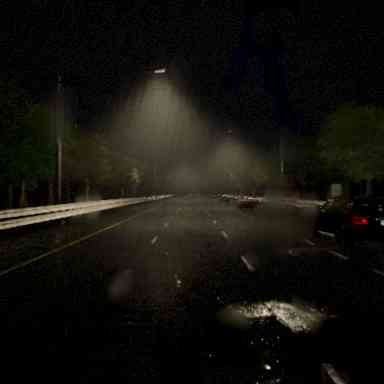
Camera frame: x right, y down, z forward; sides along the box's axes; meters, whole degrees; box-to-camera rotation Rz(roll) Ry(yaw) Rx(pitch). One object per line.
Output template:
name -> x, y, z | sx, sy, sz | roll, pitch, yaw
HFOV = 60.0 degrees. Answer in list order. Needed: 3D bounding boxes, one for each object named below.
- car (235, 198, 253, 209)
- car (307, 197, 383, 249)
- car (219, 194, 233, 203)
car -> 6.978, 1.564, 45.046 | 2.033, 1.411, 5.357 | 0, 0, 0
car -> 6.992, 1.228, 14.746 | 2.150, 2.045, 5.566 | 0, 0, 0
car -> 6.981, 1.586, 72.169 | 2.033, 1.411, 5.357 | 0, 0, 0
